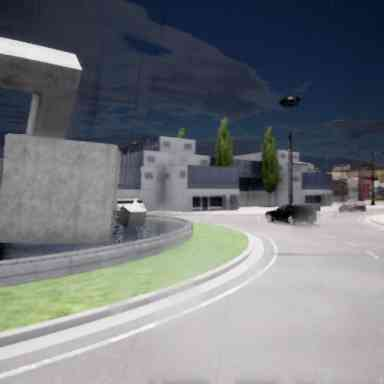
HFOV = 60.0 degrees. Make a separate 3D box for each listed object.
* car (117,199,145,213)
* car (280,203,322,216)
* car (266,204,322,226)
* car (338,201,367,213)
[{"bbox_3d":[-8.539,1.841,40.866,5.566,2.045,2.150,-1,-1,15],"label":"car"},{"bbox_3d":[12.840,2.024,39.121,4.718,1.301,1.895,0,-1,-25],"label":"car"},{"bbox_3d":[7.868,1.776,26.750,1.882,1.535,5.008,0,-1,-20],"label":"car"},{"bbox_3d":[21.296,1.946,44.029,4.674,1.442,1.812,0,-1,-34],"label":"car"}]
